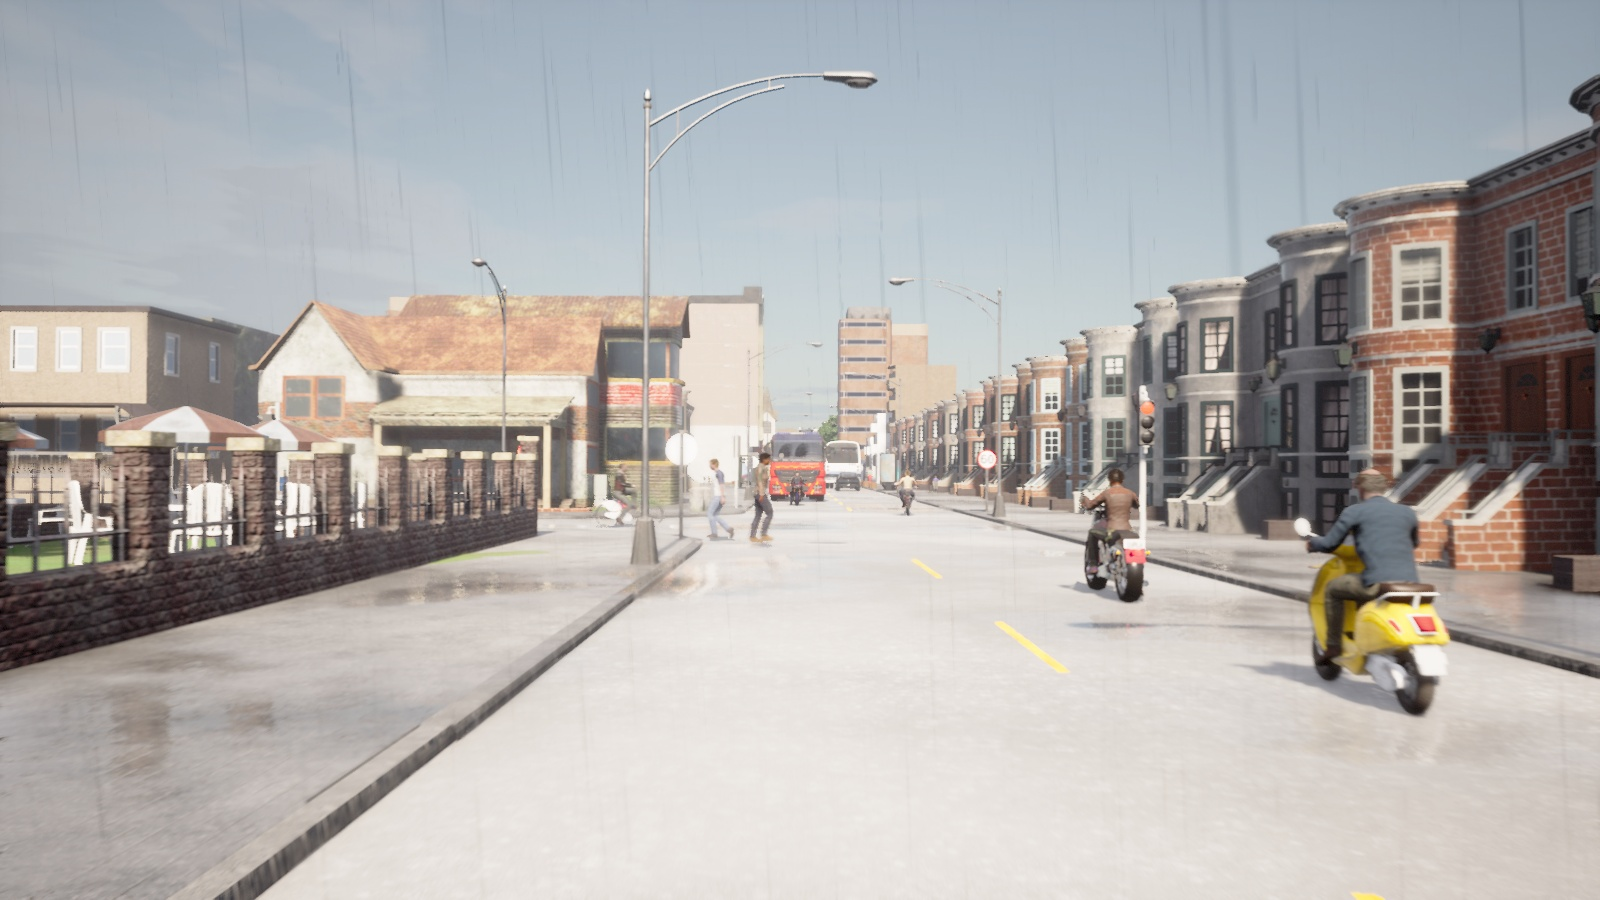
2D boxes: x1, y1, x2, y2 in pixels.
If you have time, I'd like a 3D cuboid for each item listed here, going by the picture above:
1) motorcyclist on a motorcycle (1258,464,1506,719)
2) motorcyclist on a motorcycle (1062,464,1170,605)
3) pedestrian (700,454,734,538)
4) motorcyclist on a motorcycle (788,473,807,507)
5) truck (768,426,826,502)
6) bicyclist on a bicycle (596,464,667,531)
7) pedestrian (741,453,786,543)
[{"bbox_3d":[3.977,0.899,8.778,0.866,1.590,1.817,0,-1,0],"label":"motorcyclist on a motorcycle"},{"bbox_3d":[3.961,1.016,15.954,0.766,1.649,2.350,0,-1,0],"label":"motorcyclist on a motorcycle"},{"bbox_3d":[-1.830,1.007,27.768,0.706,1.836,0.354,0,-1,4],"label":"pedestrian"},{"bbox_3d":[-0.116,1.810,57.342,0.866,1.530,2.191,0,-1,0],"label":"motorcyclist on a motorcycle"},{"bbox_3d":[-0.137,0.777,67.273,2.891,3.827,8.468,0,-1,0],"label":"truck"},{"bbox_3d":[-4.550,1.274,34.057,1.843,1.776,0.659,0,-2,-3],"label":"bicyclist on a bicycle"},{"bbox_3d":[-0.739,0.967,25.439,0.869,1.805,0.328,0,-1,-6],"label":"pedestrian"}]
